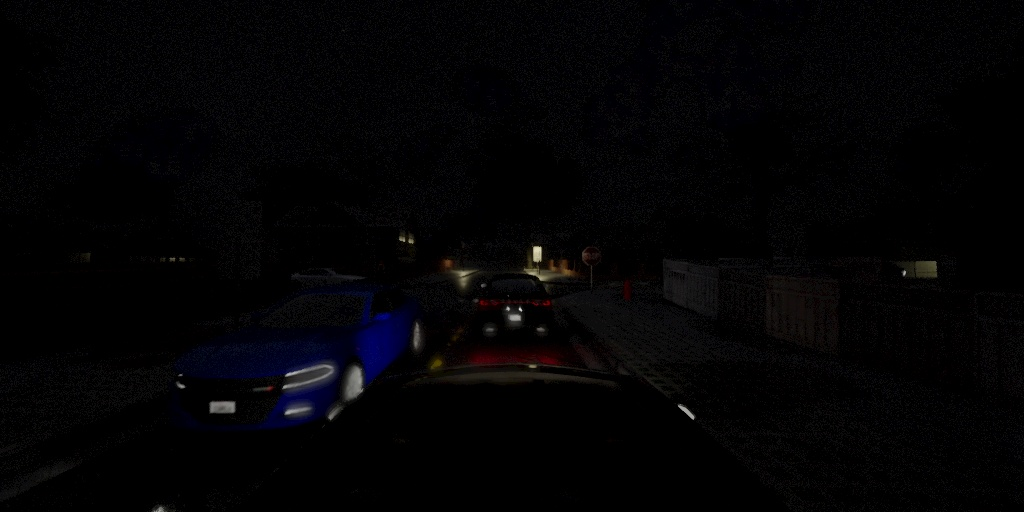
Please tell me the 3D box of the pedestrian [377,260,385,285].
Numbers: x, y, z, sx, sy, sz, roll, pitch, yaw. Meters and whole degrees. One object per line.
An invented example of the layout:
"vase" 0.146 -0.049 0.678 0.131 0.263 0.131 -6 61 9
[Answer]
"pedestrian" -9.719 1.201 26.635 0.375 1.860 0.375 0 -1 1

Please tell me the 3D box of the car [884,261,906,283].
"car" 22.569 1.042 23.362 4.892 1.490 1.837 -2 -2 0

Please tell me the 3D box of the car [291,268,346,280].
"car" -10.704 1.390 20.761 4.674 1.442 1.812 -1 -2 1

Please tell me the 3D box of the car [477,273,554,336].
"car" 0.079 1.242 10.497 1.882 1.535 5.008 0 0 0

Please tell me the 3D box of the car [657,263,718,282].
"car" 12.139 1.149 23.476 5.008 1.535 1.882 -1 -2 1

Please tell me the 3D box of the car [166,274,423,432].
"car" -2.901 1.233 6.061 1.882 1.535 5.008 0 0 -1
